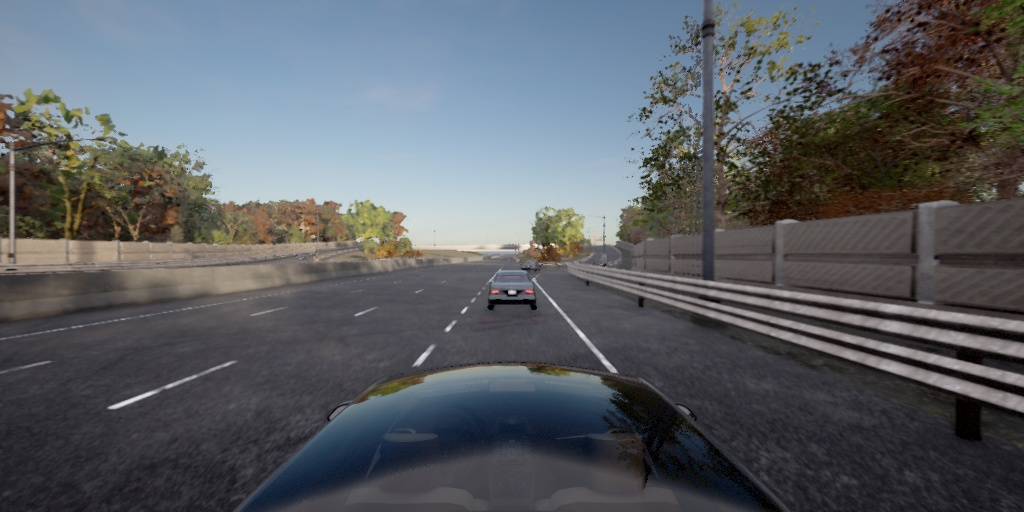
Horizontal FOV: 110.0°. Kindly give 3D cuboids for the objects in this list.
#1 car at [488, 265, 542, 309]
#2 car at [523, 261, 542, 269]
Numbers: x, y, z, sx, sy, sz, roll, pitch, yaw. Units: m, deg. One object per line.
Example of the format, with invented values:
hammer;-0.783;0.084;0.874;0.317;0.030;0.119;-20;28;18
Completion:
car;0.009;1.290;14.819;2.033;1.411;5.357;0;0;0
car;2.579;1.328;45.270;2.033;1.411;5.357;2;0;14
